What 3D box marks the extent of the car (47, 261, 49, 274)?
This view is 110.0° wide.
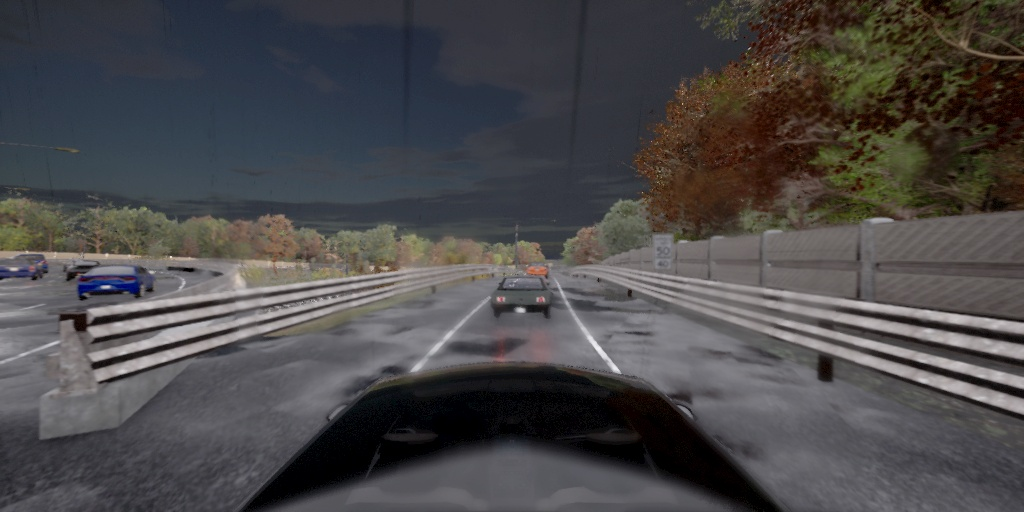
[{"bbox_3d":[-48.992,0.796,36.320,5.566,2.045,2.150,0,0,32],"label":"car"}]

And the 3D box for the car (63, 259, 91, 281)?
[{"bbox_3d":[-33.483,1.134,28.290,4.892,1.490,1.837,0,0,44],"label":"car"}]

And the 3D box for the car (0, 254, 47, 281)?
[{"bbox_3d":[-37.693,0.972,27.402,4.553,1.767,2.097,1,0,41],"label":"car"}]

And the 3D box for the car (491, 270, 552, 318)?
[{"bbox_3d":[0.440,1.349,13.023,1.895,1.301,4.718,0,0,4],"label":"car"}]

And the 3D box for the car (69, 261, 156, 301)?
[{"bbox_3d":[-18.678,1.160,17.147,1.882,1.535,5.008,0,0,-37],"label":"car"}]

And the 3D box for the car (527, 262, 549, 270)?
[{"bbox_3d":[2.631,1.420,36.878,2.097,1.767,4.553,0,-2,5],"label":"car"}]
